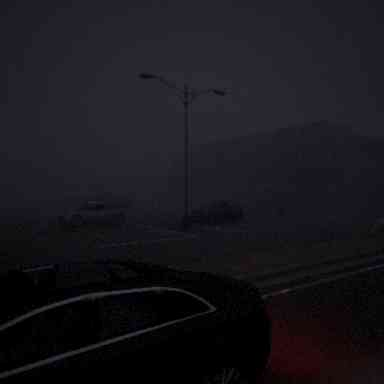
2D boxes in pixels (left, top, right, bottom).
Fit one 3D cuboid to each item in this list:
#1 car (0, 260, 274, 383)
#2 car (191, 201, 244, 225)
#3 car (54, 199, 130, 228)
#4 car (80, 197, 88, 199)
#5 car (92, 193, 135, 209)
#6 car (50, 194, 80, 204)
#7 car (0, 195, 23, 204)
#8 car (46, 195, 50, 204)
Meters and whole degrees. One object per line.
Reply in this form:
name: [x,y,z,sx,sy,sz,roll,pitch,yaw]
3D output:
car: [-1.379,1.490,3.001,4.902,1.511,2.128,0,0,-36]
car: [1.666,1.354,22.199,3.633,1.501,1.845,0,0,-35]
car: [-6.125,1.370,20.393,3.806,1.475,1.970,0,0,-35]
car: [-10.864,1.048,39.659,3.866,1.878,1.905,0,0,-35]
car: [-8.863,1.070,37.513,4.605,1.855,1.932,0,0,-35]
car: [-18.190,1.120,50.149,5.027,1.636,2.152,0,0,-35]
car: [-30.006,1.267,54.191,4.514,1.523,2.007,0,0,-35]
car: [-22.130,1.196,55.225,3.806,1.475,1.970,0,0,-35]
